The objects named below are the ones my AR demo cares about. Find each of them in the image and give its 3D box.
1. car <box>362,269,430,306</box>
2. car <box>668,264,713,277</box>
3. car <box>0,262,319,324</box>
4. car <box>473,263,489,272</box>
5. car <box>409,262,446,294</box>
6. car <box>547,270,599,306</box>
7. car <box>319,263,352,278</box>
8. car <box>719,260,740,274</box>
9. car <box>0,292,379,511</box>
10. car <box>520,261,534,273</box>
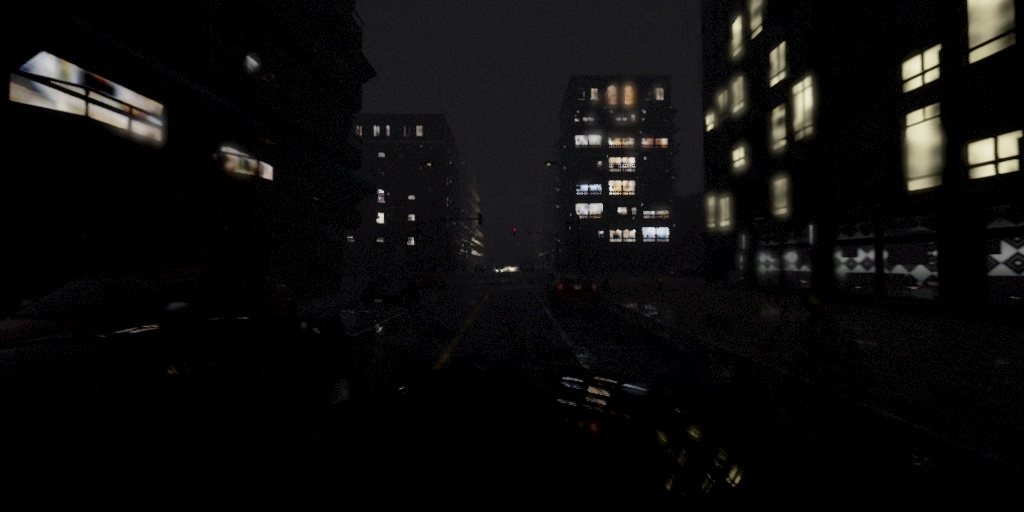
[{"bbox_3d":[-5.449,1.492,16.791,1.948,1.339,4.313,0,0,0],"label":"car"},{"bbox_3d":[18.696,1.522,37.431,4.097,1.591,1.967,0,0,1],"label":"car"},{"bbox_3d":[-5.451,1.109,5.498,2.192,1.841,5.009,0,0,0],"label":"car"},{"bbox_3d":[-5.432,2.006,60.352,2.007,1.370,4.403,0,0,0],"label":"car"},{"bbox_3d":[-5.448,1.308,22.437,2.192,1.841,5.009,0,0,0],"label":"car"},{"bbox_3d":[2.699,1.365,16.735,1.967,1.591,4.097,0,0,0],"label":"car"},{"bbox_3d":[-19.330,1.718,38.031,4.403,1.370,2.007,0,0,1],"label":"car"},{"bbox_3d":[24.288,1.383,37.343,5.009,1.841,2.192,0,0,1],"label":"car"},{"bbox_3d":[-2.851,1.266,2.671,1.837,1.490,4.892,0,-1,0],"label":"car"},{"bbox_3d":[2.707,1.947,57.896,1.751,1.417,4.829,0,0,0],"label":"car"}]
